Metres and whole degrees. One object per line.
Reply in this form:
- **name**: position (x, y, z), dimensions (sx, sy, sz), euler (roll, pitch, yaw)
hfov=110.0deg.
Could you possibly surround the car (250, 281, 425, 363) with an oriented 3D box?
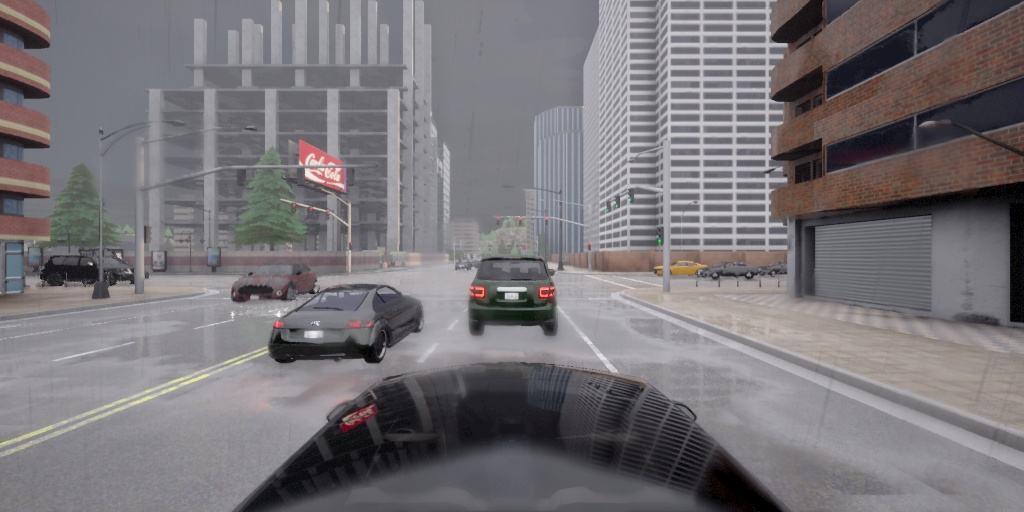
- **car**: position (-3.377, 1.314, 8.149), dimensions (1.994, 1.385, 4.181), euler (0, 0, 0)

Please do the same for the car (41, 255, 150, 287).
- **car**: position (-27.823, 0.971, 24.044), dimensions (5.566, 2.045, 2.150), euler (0, 0, 0)

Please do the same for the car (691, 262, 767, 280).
- **car**: position (18.772, 1.241, 31.245), dimensions (4.902, 1.511, 2.128), euler (0, 0, 0)

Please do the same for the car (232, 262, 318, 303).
- **car**: position (-10.813, 1.102, 16.730), dimensions (2.097, 1.767, 4.553), euler (0, 0, -10)

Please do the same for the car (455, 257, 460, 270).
- **car**: position (-6.838, 1.241, 50.685), dimensions (2.128, 1.511, 4.902), euler (0, 0, 0)

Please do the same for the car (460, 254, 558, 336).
- **car**: position (0.099, 0.971, 10.537), dimensions (2.150, 2.045, 5.566), euler (0, 0, 2)

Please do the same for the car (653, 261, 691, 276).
- **car**: position (16.294, 1.228, 34.746), dimensions (5.008, 1.535, 1.882), euler (0, 0, 0)

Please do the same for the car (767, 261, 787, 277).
- **car**: position (26.230, 1.241, 34.736), dimensions (4.902, 1.511, 2.128), euler (0, 0, 0)

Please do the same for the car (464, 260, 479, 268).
- **car**: position (-6.771, 1.314, 59.795), dimensions (1.994, 1.385, 4.181), euler (0, 0, 1)
